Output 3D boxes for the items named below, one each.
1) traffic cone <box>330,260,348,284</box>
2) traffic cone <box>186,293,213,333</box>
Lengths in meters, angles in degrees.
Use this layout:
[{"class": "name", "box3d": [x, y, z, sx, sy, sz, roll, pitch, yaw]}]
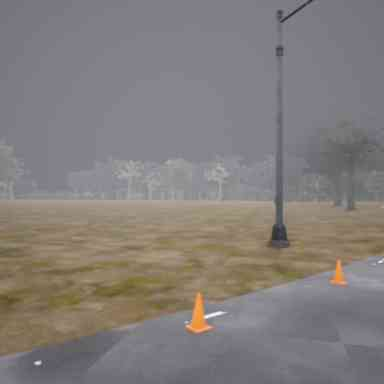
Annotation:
[{"class": "traffic cone", "box3d": [3.884, 2.088, 8.784, 0.340, 0.580, 0.340, 1, -1, -41]}, {"class": "traffic cone", "box3d": [0.124, 2.031, 5.708, 0.340, 0.580, 0.340, 1, -1, -38]}]
